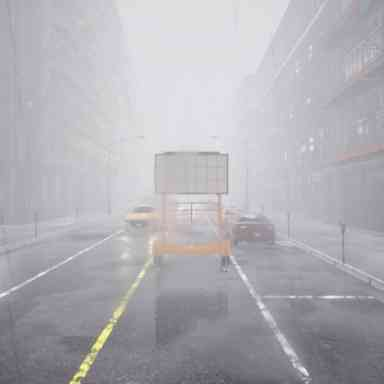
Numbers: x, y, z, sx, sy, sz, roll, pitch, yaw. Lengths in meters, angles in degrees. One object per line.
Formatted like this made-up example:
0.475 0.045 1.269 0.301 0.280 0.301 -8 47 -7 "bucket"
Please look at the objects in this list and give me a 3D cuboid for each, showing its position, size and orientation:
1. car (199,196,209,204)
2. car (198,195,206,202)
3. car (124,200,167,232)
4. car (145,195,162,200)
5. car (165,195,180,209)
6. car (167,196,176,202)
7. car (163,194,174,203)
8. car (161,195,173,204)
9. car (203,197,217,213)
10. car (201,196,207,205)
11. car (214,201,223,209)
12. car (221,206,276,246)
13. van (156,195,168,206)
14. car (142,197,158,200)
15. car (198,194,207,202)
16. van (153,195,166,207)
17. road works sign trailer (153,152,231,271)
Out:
2.587 1.615 70.622 1.967 1.590 4.097 1 0 0 "car"
2.578 1.675 59.560 1.887 1.381 4.507 1 0 0 "car"
-2.851 1.502 20.362 1.882 1.535 5.008 0 0 0 "car"
-5.294 1.392 43.030 2.192 1.841 5.009 2 0 0 "car"
-2.754 1.565 46.567 1.882 1.535 5.008 0 0 0 "car"
-5.307 1.818 87.273 1.947 1.339 4.313 1 0 0 "car"
-5.299 1.515 76.212 2.192 1.841 5.009 1 0 0 "car"
-5.298 1.491 70.682 2.192 1.841 5.009 1 0 0 "car"
2.581 1.607 37.436 1.887 1.381 4.507 1 0 0 "car"
2.580 1.628 42.968 2.008 1.369 4.403 1 0 0 "car"
2.584 1.551 21.016 1.752 1.417 4.829 1 0 0 "car"
2.584 1.561 15.314 1.887 1.381 4.507 1 0 0 "car"
-5.297 1.472 59.621 1.690 1.788 3.998 1 0 0 "van"
-5.299 1.588 37.328 1.752 1.417 4.829 2 0 0 "car"
2.546 1.540 81.684 2.192 1.841 5.009 1 0 0 "car"
-5.296 1.451 54.089 1.690 1.788 3.998 2 0 0 "van"
-0.013 0.474 10.985 2.380 3.560 2.880 0 0 0 "road works sign trailer"
